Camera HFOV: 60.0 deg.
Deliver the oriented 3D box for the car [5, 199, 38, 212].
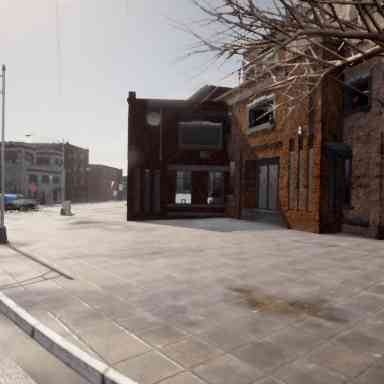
[{"bbox_3d":[-20.236,1.563,39.524,1.882,1.535,5.008,1,0,1],"label":"car"}]
